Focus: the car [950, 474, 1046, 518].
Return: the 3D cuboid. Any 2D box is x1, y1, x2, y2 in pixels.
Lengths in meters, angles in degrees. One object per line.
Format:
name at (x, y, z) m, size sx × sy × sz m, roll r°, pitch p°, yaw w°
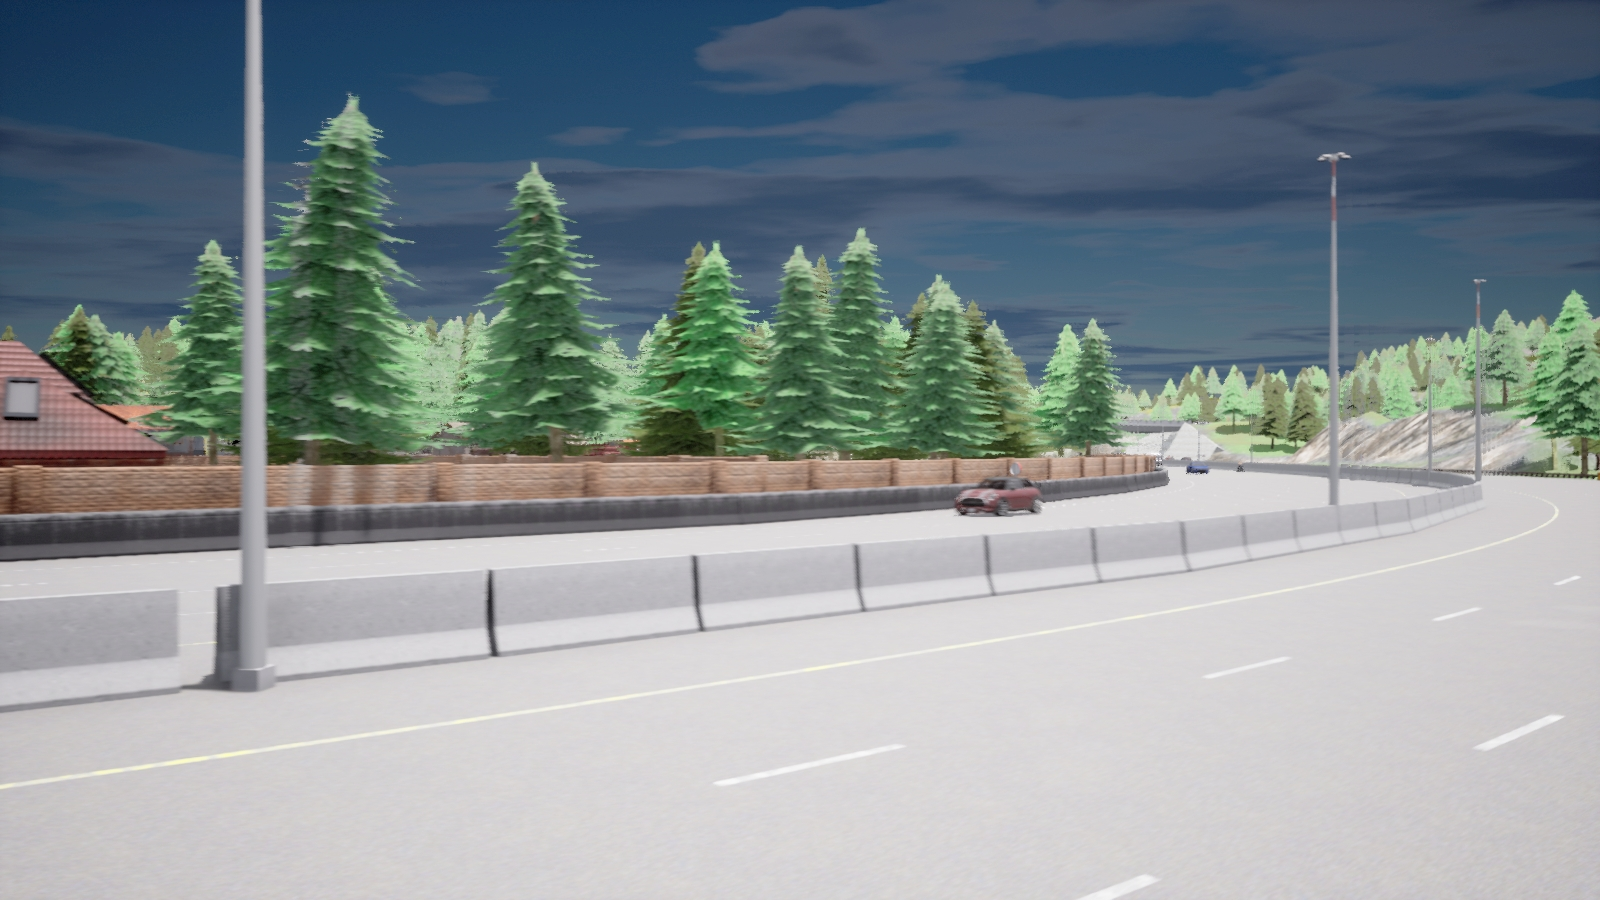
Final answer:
car at (8.698, 1.956, 49.885) m, size 2.097 × 1.767 × 4.553 m, roll 0°, pitch 0°, yaw 40°
